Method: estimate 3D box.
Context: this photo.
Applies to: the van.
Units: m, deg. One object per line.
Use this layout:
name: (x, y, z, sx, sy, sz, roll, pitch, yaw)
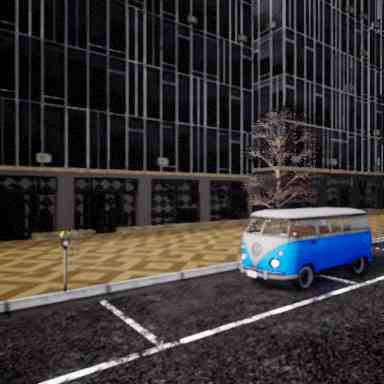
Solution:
van: (3.073, 1.325, 8.750, 3.998, 1.788, 1.690, 0, 0, -35)
